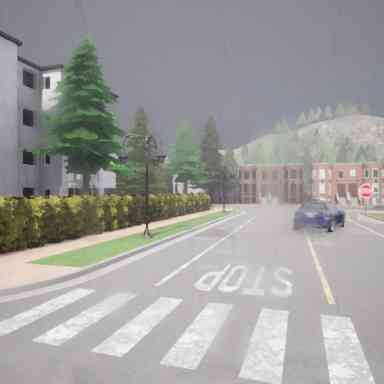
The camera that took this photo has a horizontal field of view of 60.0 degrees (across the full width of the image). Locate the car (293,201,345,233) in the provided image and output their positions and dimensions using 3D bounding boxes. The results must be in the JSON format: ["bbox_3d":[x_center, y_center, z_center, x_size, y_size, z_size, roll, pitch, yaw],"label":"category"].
[{"bbox_3d":[7.681,1.323,19.860,2.097,1.767,4.553,-1,0,35],"label":"car"}]
